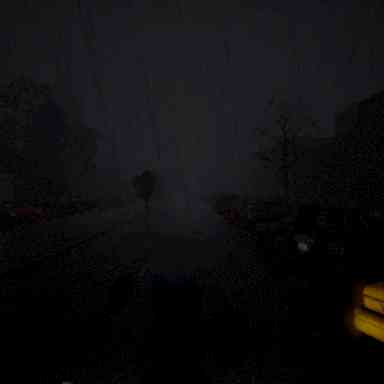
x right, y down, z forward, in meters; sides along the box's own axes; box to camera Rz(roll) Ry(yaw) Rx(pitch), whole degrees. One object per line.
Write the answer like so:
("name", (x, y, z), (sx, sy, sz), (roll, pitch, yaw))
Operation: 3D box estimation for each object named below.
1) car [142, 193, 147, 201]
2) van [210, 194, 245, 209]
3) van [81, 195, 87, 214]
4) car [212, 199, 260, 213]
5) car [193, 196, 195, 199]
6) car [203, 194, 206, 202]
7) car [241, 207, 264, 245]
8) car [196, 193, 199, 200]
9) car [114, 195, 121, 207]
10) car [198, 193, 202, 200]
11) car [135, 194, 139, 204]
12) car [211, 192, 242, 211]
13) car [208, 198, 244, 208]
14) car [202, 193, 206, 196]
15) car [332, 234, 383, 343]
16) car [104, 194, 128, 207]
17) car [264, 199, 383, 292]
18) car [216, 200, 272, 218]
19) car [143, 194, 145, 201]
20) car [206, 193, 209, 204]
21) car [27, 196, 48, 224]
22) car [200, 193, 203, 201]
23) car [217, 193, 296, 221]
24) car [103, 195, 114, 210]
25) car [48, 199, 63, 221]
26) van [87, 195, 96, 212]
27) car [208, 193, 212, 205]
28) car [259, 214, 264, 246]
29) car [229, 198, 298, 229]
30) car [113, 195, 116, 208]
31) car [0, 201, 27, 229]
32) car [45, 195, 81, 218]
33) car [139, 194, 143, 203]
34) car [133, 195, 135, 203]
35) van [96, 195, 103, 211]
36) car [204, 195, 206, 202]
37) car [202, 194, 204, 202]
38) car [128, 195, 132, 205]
("car", (-13.428, 1.622, 74.521), (5.008, 1.535, 2.097), (-1, 0, -22))
("van", (4.975, 1.358, 46.916), (4.442, 1.987, 1.878), (1, 0, -20))
("van", (-13.074, 1.345, 32.984), (4.442, 1.987, 1.878), (-1, 0, -20))
("car", (5.035, 1.576, 37.941), (5.008, 1.535, 2.097), (1, 0, -20))
("car", (3.758, 1.620, 95.231), (4.892, 1.521, 2.231), (1, 0, -24))
("car", (5.107, 1.595, 59.011), (5.008, 1.535, 2.097), (1, 0, -20))
("car", (4.876, 1.553, 13.882), (5.008, 1.535, 2.097), (1, 0, -19))
("car", (4.602, 1.357, 80.136), (5.566, 2.045, 2.435), (1, 0, -23))
("car", (-13.089, 1.618, 47.838), (4.792, 1.488, 2.163), (-1, 0, -20))
("car", (4.750, 1.607, 77.131), (5.008, 1.535, 2.097), (1, 0, -22))
("car", (-13.145, 1.607, 62.674), (5.008, 1.535, 2.097), (-1, 0, -20))
("car", (4.962, 1.316, 28.911), (5.566, 2.045, 2.435), (1, 0, -20))
("car", (5.120, 1.618, 49.984), (4.792, 1.488, 2.163), (1, 0, -20))
("car", (5.021, 1.473, 65.049), (4.553, 1.767, 2.185), (1, 0, -21))
("car", (4.962, 1.517, 4.880), (5.366, 1.575, 1.946), (1, -1, -20))
("car", (-13.133, 1.342, 50.787), (5.566, 2.045, 2.435), (-1, 0, -20))
("car", (4.842, 1.284, 7.856), (5.566, 2.045, 2.435), (1, 0, -19))
("car", (4.972, 1.599, 31.919), (4.792, 1.488, 2.163), (1, 0, -20))
("car", (-13.311, 1.647, 71.578), (4.792, 1.488, 2.163), (-1, 0, -21))
("car", (5.076, 1.328, 40.960), (5.566, 2.045, 2.435), (1, 0, -20))
("car", (-13.196, 1.436, 24.019), (4.553, 1.767, 2.185), (-1, 0, -20))
("car", (4.924, 1.603, 71.095), (5.008, 1.535, 2.097), (1, 0, -22))
("car", (4.926, 1.310, 22.897), (5.566, 2.045, 2.435), (1, 0, -20))
("car", (-12.966, 1.577, 41.938), (5.366, 1.575, 1.946), (-1, 0, -20))
("car", (-13.212, 1.605, 26.991), (4.674, 1.452, 2.002), (-1, 0, -20))
("van", (-13.062, 1.348, 35.961), (4.442, 1.987, 1.878), (-1, 0, -20))
("car", (5.044, 1.322, 34.952), (5.566, 2.045, 2.435), (1, 0, -20))
("car", (4.843, 1.587, 10.857), (4.674, 1.452, 2.002), (1, 0, -19))
("car", (4.895, 1.433, 19.901), (4.553, 1.767, 2.185), (1, 0, -20))
("car", (-13.154, 1.615, 44.835), (4.792, 1.488, 2.163), (-1, 0, -20))
("car", (-13.274, 1.433, 21.029), (4.553, 1.767, 2.185), (-1, 0, -20))
("car", (-13.225, 1.318, 29.954), (5.566, 2.045, 2.435), (-1, 0, -20))
("car", (-13.290, 1.644, 68.584), (4.792, 1.488, 2.163), (-1, 0, -21))
("car", (-13.096, 1.477, 59.719), (4.553, 1.767, 2.185), (-1, 0, -20))
("van", (-13.050, 1.352, 38.940), (4.442, 1.987, 1.878), (-1, 0, -20))
("car", (5.277, 1.593, 56.067), (5.366, 1.575, 1.946), (1, 0, -20))
("car", (5.065, 1.598, 62.030), (4.892, 1.521, 2.231), (1, 0, -21))
("car", (-12.929, 1.591, 53.840), (5.366, 1.575, 1.946), (-1, 0, -20))
